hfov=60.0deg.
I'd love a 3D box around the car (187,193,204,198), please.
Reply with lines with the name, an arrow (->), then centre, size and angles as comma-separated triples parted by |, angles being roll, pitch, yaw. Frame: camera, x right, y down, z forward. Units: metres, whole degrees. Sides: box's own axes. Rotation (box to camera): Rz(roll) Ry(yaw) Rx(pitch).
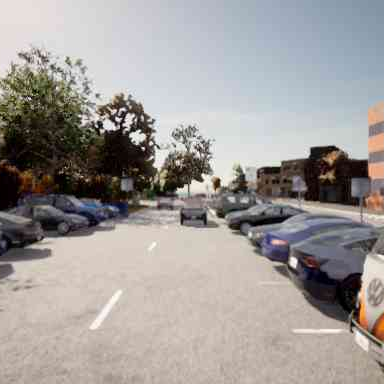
car -> 0.035, 1.248, 41.410 | 2.097, 1.767, 4.553 | 0, 0, -1

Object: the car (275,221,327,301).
car -> 4.446, 1.502, 6.904 | 4.792, 1.488, 2.163 | 0, 0, 0

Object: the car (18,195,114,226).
car -> -8.125, 1.201, 20.824 | 5.566, 2.045, 2.435 | 0, 0, 0

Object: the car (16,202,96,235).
car -> -8.160, 1.459, 18.125 | 4.892, 1.521, 2.231 | 0, 0, 0

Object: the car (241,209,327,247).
car -> 4.420, 1.507, 12.555 | 4.674, 1.452, 2.002 | 0, 0, 0

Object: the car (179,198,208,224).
car -> 0.105, 1.455, 24.260 | 2.128, 1.511, 4.902 | 0, 0, 0

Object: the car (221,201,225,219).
car -> 4.422, 1.492, 21.034 | 4.674, 1.452, 2.002 | 0, 0, 0

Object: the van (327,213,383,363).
van -> 4.299, 1.250, 4.078 | 4.442, 1.987, 1.878 | 0, 0, 0

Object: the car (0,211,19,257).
car -> -8.146, 1.470, 9.654 | 5.008, 1.535, 2.097 | 0, 0, 0

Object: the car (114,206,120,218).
car -> -8.089, 1.305, 26.604 | 4.553, 1.767, 2.185 | 0, -1, 0

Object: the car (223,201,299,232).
car -> 4.424, 1.458, 18.206 | 5.008, 1.535, 2.097 | 0, 0, 0

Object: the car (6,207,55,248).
car -> -8.147, 1.468, 12.478 | 4.892, 1.521, 2.231 | 0, 0, 0

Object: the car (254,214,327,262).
car -> 4.414, 1.510, 9.729 | 4.674, 1.452, 2.002 | 0, 0, 0

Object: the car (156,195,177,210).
car -> -3.264, 1.422, 41.336 | 1.812, 1.442, 4.674 | 0, 0, 0
